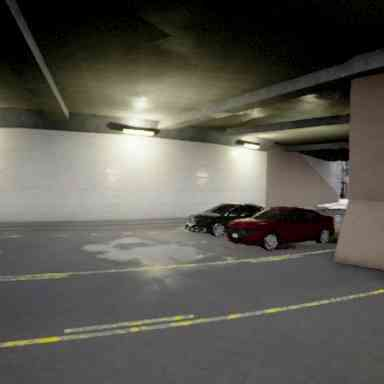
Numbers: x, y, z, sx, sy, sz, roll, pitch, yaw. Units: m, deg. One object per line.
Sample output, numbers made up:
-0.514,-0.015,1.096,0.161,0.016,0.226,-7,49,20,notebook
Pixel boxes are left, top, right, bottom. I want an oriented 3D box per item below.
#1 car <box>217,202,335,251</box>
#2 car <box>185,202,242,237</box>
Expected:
3.685,1.334,13.510,5.008,1.535,1.882,0,1,-33,car
1.964,1.291,16.521,4.892,1.490,1.837,0,2,-33,car
